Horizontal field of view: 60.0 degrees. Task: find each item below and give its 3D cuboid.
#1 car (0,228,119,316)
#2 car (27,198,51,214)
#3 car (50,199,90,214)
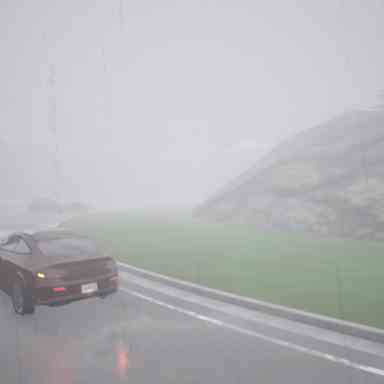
[{"bbox_3d":[-3.408,1.552,7.642,1.812,1.442,4.674,0,0,-43],"label":"car"},{"bbox_3d":[-16.603,1.471,37.771,2.097,1.767,4.553,0,0,4],"label":"car"},{"bbox_3d":[-13.330,1.689,37.475,2.033,1.411,5.357,0,0,5],"label":"car"}]
